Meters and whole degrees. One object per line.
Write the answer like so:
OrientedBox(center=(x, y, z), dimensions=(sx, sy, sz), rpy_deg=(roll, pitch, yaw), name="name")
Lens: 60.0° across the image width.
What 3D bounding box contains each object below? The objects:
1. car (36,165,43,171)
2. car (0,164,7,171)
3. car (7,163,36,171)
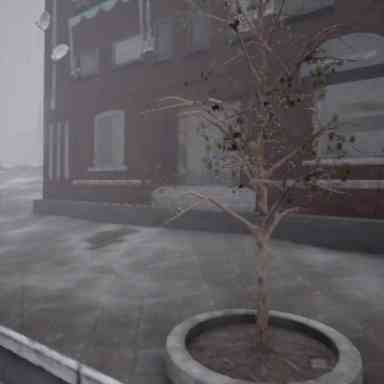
OrientedBox(center=(-17.836, -3.367, 44.232), dimensions=(4.553, 1.767, 2.185), rpy_deg=(1, 1, 26), name="car")
OrientedBox(center=(-27.749, -3.424, 49.132), dimensions=(4.674, 1.452, 2.002), rpy_deg=(1, 1, 28), name="car")
OrientedBox(center=(-22.917, -3.363, 46.674), dimensions=(4.892, 1.521, 2.231), rpy_deg=(1, 1, 27), name="car")
